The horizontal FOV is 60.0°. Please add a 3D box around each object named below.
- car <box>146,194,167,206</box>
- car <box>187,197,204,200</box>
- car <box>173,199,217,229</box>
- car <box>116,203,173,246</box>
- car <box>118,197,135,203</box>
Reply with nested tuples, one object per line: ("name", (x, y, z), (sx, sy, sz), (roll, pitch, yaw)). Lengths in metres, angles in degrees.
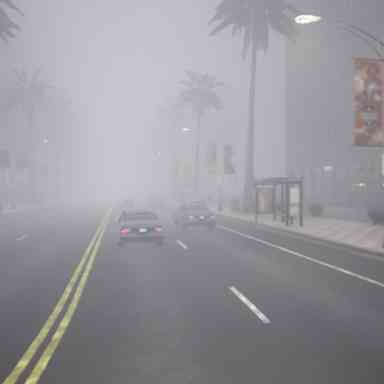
("car", (-4.487, 1.286, 40.930), (2.033, 1.411, 5.357), (0, 0, -12))
("car", (0.224, 1.248, 33.370), (2.231, 1.521, 4.892), (0, 0, -12))
("car", (0.008, 1.405, 20.353), (2.033, 1.411, 5.357), (0, 0, -12))
("car", (-2.361, 1.456, 14.770), (2.033, 1.411, 5.357), (0, 0, -12))
("car", (-7.992, 1.285, 40.587), (1.812, 1.442, 4.674), (0, 0, -12))
